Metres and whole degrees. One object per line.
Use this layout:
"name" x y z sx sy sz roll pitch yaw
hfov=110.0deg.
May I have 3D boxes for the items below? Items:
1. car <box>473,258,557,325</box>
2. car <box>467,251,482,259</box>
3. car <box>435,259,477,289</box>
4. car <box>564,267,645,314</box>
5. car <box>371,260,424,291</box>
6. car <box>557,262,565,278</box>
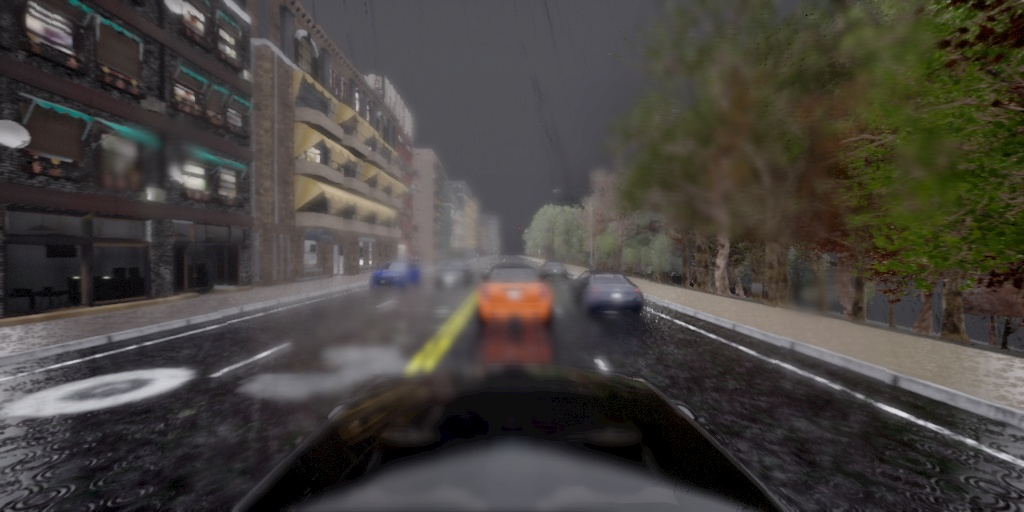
"car" 0.088 1.034 11.705 2.097 1.767 4.553 0 1 0
"car" -6.467 0.180 62.103 2.150 2.045 5.566 0 0 0
"car" -3.338 1.103 21.629 2.128 1.511 4.902 0 0 0
"car" 3.344 1.233 13.291 1.994 1.385 4.181 0 0 0
"car" -6.589 1.092 21.033 1.882 1.535 5.008 0 0 0
"car" 3.352 1.126 28.605 1.994 1.385 4.181 0 0 0
